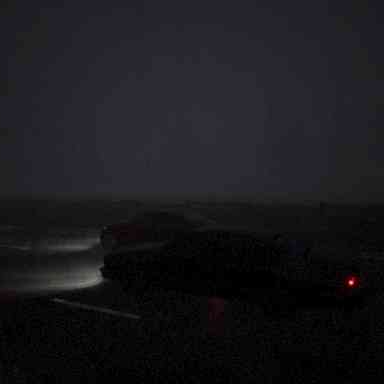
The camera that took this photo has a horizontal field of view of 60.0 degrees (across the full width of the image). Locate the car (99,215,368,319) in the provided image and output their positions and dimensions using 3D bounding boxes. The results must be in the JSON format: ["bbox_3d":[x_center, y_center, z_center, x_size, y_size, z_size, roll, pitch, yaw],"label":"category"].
[{"bbox_3d":[0.656,1.419,6.965,5.357,1.411,2.033,0,1,27],"label":"car"}]

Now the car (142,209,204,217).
[{"bbox_3d":[-1.101,1.327,11.769,4.674,1.442,1.812,0,1,27],"label":"car"}]
